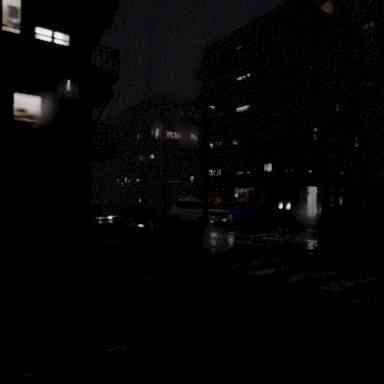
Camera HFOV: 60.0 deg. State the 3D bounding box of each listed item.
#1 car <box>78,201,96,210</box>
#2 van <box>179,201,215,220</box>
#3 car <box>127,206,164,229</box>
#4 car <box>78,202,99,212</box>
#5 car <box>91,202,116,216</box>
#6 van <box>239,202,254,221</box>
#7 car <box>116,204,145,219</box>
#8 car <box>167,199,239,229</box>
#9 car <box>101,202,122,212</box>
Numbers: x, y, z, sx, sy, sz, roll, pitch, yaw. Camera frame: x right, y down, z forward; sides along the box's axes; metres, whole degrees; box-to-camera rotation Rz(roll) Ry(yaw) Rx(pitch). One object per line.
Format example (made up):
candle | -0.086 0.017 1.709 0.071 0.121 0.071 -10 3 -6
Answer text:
car | -19.561 2.451 61.907 1.752 1.417 4.829 -1 0 -36
van | 0.436 1.823 34.685 1.690 1.788 3.998 -1 0 -36
car | -2.987 1.962 25.251 1.802 1.307 4.206 -1 0 -36
car | -16.782 2.373 53.773 1.994 1.385 4.181 0 -1 -36
car | -11.300 2.183 40.936 1.994 1.385 4.181 0 -1 -35
van | 3.753 1.750 30.170 1.690 1.788 3.998 -1 0 -36
car | -5.356 1.965 32.810 1.882 1.535 5.008 0 -1 -36
car | 0.574 1.578 24.738 2.150 2.045 5.566 0 -1 -36
car | -12.826 2.358 52.741 1.802 1.307 4.206 -1 0 -36
